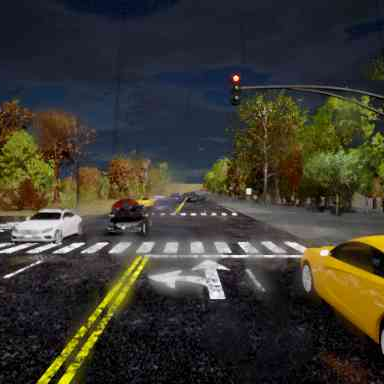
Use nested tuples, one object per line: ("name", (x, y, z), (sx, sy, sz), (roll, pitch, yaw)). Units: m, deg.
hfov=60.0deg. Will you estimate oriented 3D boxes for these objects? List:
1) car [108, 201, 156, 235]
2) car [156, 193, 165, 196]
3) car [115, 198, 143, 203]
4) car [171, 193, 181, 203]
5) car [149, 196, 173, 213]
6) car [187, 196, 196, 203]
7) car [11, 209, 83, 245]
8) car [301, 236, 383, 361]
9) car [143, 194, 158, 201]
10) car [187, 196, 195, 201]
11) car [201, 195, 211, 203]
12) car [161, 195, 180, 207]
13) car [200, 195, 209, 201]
("car", (-3.400, 1.519, 18.875), (1.837, 1.490, 4.892), (0, 0, 0))
("car", (-6.673, 1.222, 68.940), (2.150, 2.045, 5.566), (0, 0, 0))
("car", (-7.032, 1.471, 35.597), (1.882, 1.535, 5.008), (0, 0, 6))
("car", (-3.422, 1.224, 69.055), (2.150, 2.045, 5.566), (0, 0, 0))
("car", (-3.442, 1.523, 37.888), (1.812, 1.442, 4.674), (0, 0, 0))
("car", (-0.138, 1.558, 72.154), (1.994, 1.385, 4.181), (0, 0, 0))
("car", (-6.629, 1.551, 15.788), (1.812, 1.442, 4.674), (0, 0, 0))
("car", (3.349, 1.444, 5.406), (1.882, 1.535, 5.008), (0, 1, 0))
("car", (-6.721, 1.475, 49.557), (1.882, 1.535, 5.008), (0, 0, 0))
("car", (-0.204, 1.598, 81.977), (1.895, 1.301, 4.718), (0, 0, 0))
("car", (3.094, 1.497, 71.486), (2.128, 1.511, 4.902), (0, 0, 0))
("car", (-3.477, 1.546, 53.155), (2.033, 1.411, 5.357), (0, 0, 0))
("car", (3.046, 1.449, 81.641), (2.033, 1.411, 5.357), (0, 0, 0))
